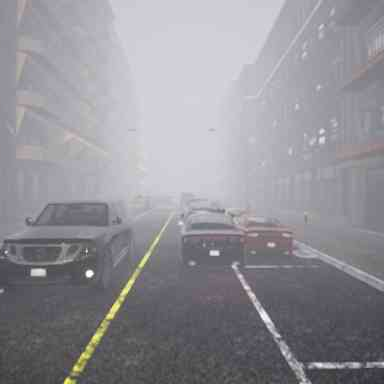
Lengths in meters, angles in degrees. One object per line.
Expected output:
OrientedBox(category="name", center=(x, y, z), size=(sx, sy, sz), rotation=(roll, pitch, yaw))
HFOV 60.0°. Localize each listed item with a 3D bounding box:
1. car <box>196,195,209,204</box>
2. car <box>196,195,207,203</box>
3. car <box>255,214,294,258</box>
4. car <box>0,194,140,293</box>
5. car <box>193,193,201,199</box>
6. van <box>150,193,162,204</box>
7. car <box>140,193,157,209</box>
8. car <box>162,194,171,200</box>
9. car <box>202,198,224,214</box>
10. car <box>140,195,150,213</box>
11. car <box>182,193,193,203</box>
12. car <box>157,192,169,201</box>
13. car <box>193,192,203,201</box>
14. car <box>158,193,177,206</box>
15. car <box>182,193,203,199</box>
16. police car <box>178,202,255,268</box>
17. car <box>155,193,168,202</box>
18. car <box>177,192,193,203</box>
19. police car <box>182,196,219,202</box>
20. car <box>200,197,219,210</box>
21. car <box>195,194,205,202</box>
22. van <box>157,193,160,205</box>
OrientedBox(category="car", center=(1.783, 1.320, 56.695), size=(1.887, 1.381, 4.507), rotation=(1, 0, -1))
OrientedBox(category="car", center=(1.705, 1.307, 62.224), size=(1.887, 1.381, 4.507), rotation=(1, 0, -1))
OrientedBox(category="car", center=(2.410, 1.481, 12.453), size=(1.887, 1.381, 4.507), rotation=(1, 0, -1))
OrientedBox(category="car", center=(-2.977, 1.173, 9.121), size=(2.150, 2.045, 5.566), rotation=(0, 0, -1))
OrientedBox(category="car", center=(1.280, 1.161, 89.877), size=(1.967, 1.590, 4.097), rotation=(1, 0, -1))
OrientedBox(category="van", center=(-6.093, 1.117, 56.644), size=(1.690, 1.788, 3.998), rotation=(1, 0, -1))
OrientedBox(category="car", center=(-5.856, 1.140, 40.055), size=(2.192, 1.841, 5.009), rotation=(2, 0, -1))
OrientedBox(category="car", center=(-6.490, 1.292, 84.295), size=(1.947, 1.339, 4.313), rotation=(1, 0, -1))
OrientedBox(category="car", center=(2.096, 1.390, 34.573), size=(1.887, 1.381, 4.507), rotation=(1, 0, -1))
OrientedBox(category="car", center=(-5.781, 1.372, 34.355), size=(1.752, 1.417, 4.829), rotation=(2, 0, -1))
OrientedBox(category="car", center=(-0.885, 1.114, 62.596), size=(2.097, 1.767, 4.553), rotation=(0, 0, -1))
OrientedBox(category="car", center=(-6.327, 1.057, 73.233), size=(2.192, 1.841, 5.009), rotation=(1, 0, -1))
OrientedBox(category="car", center=(1.440, 1.047, 78.815), size=(2.192, 1.841, 5.009), rotation=(1, 0, -1))
OrientedBox(category="car", center=(-3.538, 1.298, 49.630), size=(1.837, 1.490, 4.892), rotation=(0, 0, -1))
OrientedBox(category="car", center=(0.442, 1.224, 27.067), size=(2.097, 1.767, 4.553), rotation=(0, 0, -1))
OrientedBox(category="police car", center=(0.556, 1.367, 11.203), size=(1.930, 1.638, 5.238), rotation=(0, 0, -1))
OrientedBox(category="car", center=(-6.249, 1.067, 67.704), size=(2.192, 1.841, 5.009), rotation=(1, 0, -1))
OrientedBox(category="car", center=(-0.672, 1.019, 48.137), size=(2.150, 2.045, 5.566), rotation=(0, 0, -1))
OrientedBox(category="police car", center=(0.526, 1.322, 21.206), size=(1.930, 1.638, 5.238), rotation=(0, 0, -1))
OrientedBox(category="car", center=(2.017, 1.376, 40.104), size=(2.008, 1.369, 4.403), rotation=(1, 0, -1))
OrientedBox(category="car", center=(1.636, 1.192, 67.755), size=(1.967, 1.590, 4.097), rotation=(1, 0, -1))
OrientedBox(category="van", center=(-6.014, 1.131, 51.113), size=(1.690, 1.788, 3.998), rotation=(2, 0, -1))
